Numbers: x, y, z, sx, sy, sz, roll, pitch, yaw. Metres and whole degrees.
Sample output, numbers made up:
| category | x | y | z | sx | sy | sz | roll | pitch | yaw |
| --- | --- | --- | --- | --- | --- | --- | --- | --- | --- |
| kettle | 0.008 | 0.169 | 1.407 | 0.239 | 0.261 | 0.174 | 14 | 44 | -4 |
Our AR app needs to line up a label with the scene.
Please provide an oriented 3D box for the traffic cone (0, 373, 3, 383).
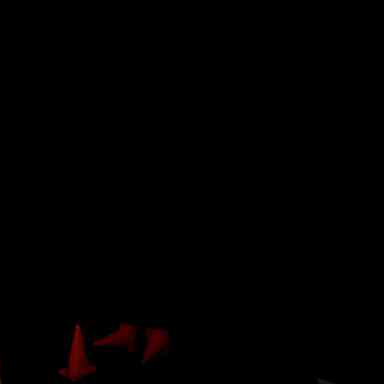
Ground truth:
| category | x | y | z | sx | sy | sz | roll | pitch | yaw |
| --- | --- | --- | --- | --- | --- | --- | --- | --- | --- |
| traffic cone | -2.028 | 1.967 | 3.400 | 0.340 | 0.580 | 0.340 | 0 | 0 | 36 |

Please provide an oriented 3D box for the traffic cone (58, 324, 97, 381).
| category | x | y | z | sx | sy | sz | roll | pitch | yaw |
| --- | --- | --- | --- | --- | --- | --- | --- | --- | --- |
| traffic cone | -1.445 | 1.971 | 4.212 | 0.340 | 0.580 | 0.340 | 0 | 0 | 36 |
